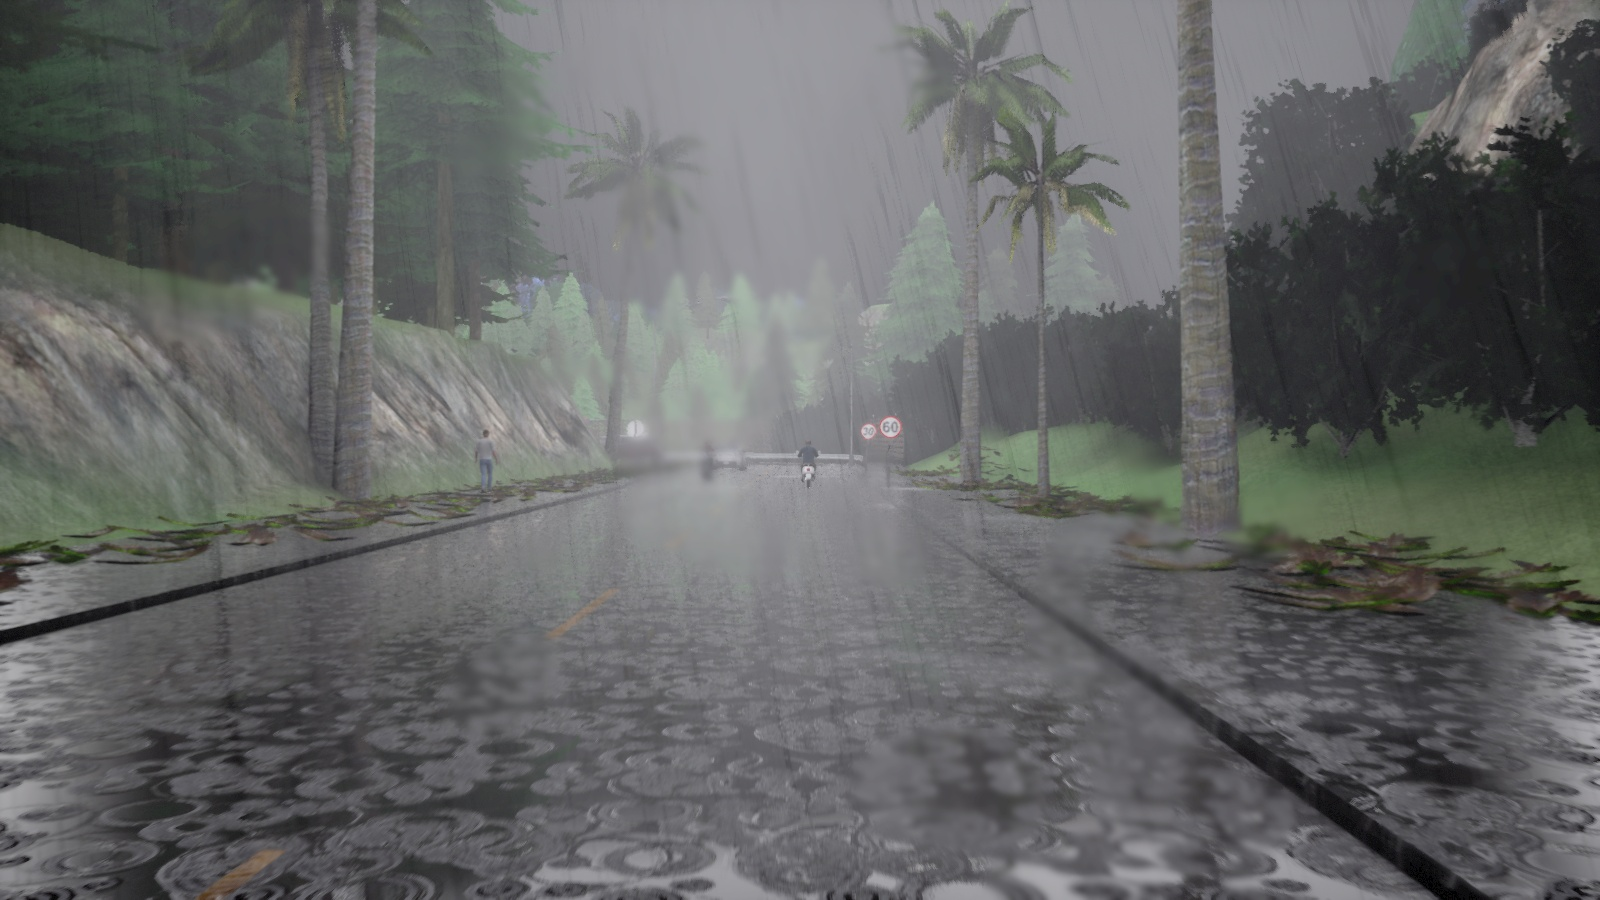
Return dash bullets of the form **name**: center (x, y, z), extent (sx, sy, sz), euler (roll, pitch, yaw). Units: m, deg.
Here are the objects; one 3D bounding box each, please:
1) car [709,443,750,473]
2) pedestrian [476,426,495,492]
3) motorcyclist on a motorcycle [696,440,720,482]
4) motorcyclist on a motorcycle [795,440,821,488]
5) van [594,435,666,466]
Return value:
- **car**: center (-3.577, 0.396, 64.259), extent (1.845, 1.501, 3.633), euler (0, 0, 0)
- **pedestrian**: center (-8.823, 0.238, 35.214), extent (0.354, 1.836, 0.706), euler (0, 0, 0)
- **motorcyclist on a motorcycle**: center (-3.667, 0.412, 50.066), extent (0.766, 1.649, 2.350), euler (0, 0, 0)
- **motorcyclist on a motorcycle**: center (0.286, 0.459, 42.745), extent (0.866, 1.590, 1.817), euler (0, 0, 0)
- **van**: center (-11.216, 0.020, 83.083), extent (4.442, 1.987, 1.775), euler (0, 0, 2)
